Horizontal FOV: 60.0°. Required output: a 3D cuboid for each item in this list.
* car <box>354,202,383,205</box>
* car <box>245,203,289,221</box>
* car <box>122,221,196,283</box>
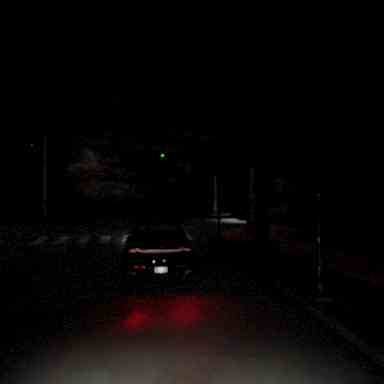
[{"bbox_3d":[16.032,1.694,30.906,4.892,1.490,1.837,0,-1,-11],"label":"car"},{"bbox_3d":[6.963,1.707,29.104,4.674,1.442,1.812,0,-1,-11],"label":"car"},{"bbox_3d":[-1.054,1.616,10.118,2.128,1.511,4.902,0,-1,-8],"label":"car"}]
